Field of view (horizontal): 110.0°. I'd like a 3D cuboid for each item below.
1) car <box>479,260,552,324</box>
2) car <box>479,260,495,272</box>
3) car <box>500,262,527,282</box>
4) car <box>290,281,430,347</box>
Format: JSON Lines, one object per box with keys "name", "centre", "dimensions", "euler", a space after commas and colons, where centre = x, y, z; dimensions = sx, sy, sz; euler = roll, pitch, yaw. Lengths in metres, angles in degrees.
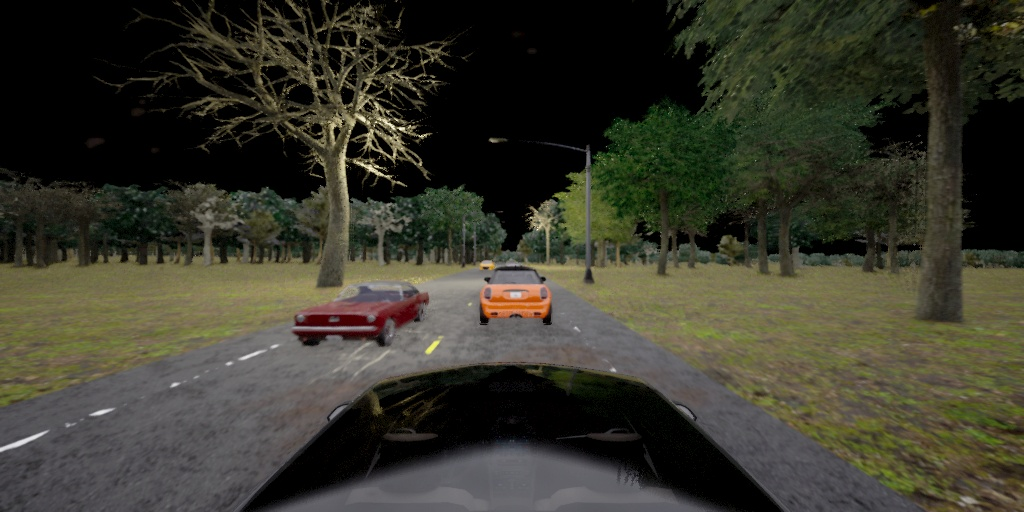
{"name": "car", "centre": [0.108, 1.109, 12.101], "dimensions": [2.097, 1.767, 4.553], "euler": [0, 0, 0]}
{"name": "car", "centre": [-3.536, 1.385, 51.072], "dimensions": [1.882, 1.535, 5.008], "euler": [0, 0, 0]}
{"name": "car", "centre": [0.121, 1.291, 30.231], "dimensions": [2.128, 1.511, 4.902], "euler": [0, 0, 0]}
{"name": "car", "centre": [-3.595, 1.356, 9.467], "dimensions": [1.895, 1.301, 4.718], "euler": [0, 0, 0]}
